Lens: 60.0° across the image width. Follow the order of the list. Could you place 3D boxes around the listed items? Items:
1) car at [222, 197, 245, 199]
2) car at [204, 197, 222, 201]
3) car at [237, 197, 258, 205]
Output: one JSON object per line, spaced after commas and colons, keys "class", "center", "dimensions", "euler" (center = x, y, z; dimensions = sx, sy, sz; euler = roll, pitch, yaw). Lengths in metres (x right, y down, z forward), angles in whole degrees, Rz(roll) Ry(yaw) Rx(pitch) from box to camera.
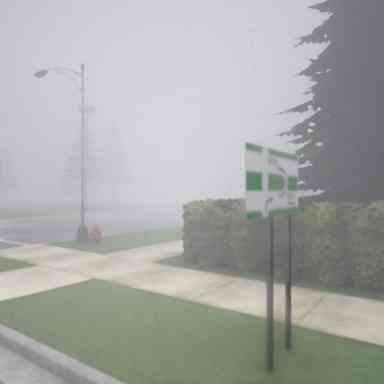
{"class": "car", "center": [6.758, 1.460, 47.686], "dimensions": [1.882, 1.535, 5.008], "euler": [0, 0, 36]}
{"class": "car", "center": [3.648, 1.457, 49.362], "dimensions": [1.882, 1.535, 5.008], "euler": [0, 0, 37]}
{"class": "car", "center": [9.751, 1.544, 57.861], "dimensions": [1.994, 1.385, 4.181], "euler": [0, 0, 36]}
